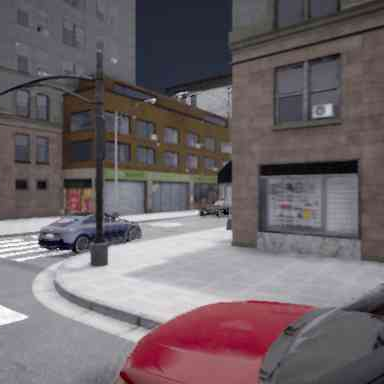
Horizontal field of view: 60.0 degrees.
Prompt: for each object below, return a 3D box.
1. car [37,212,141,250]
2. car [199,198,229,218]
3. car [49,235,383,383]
[{"bbox_3d":[-3.925,1.490,13.351,1.994,1.385,4.181,0,0,31],"label":"car"},{"bbox_3d":[2.490,1.323,28.213,1.882,1.535,5.008,0,0,36],"label":"car"},{"bbox_3d":[1.731,1.316,1.570,5.009,1.841,2.192,0,0,36],"label":"car"}]
